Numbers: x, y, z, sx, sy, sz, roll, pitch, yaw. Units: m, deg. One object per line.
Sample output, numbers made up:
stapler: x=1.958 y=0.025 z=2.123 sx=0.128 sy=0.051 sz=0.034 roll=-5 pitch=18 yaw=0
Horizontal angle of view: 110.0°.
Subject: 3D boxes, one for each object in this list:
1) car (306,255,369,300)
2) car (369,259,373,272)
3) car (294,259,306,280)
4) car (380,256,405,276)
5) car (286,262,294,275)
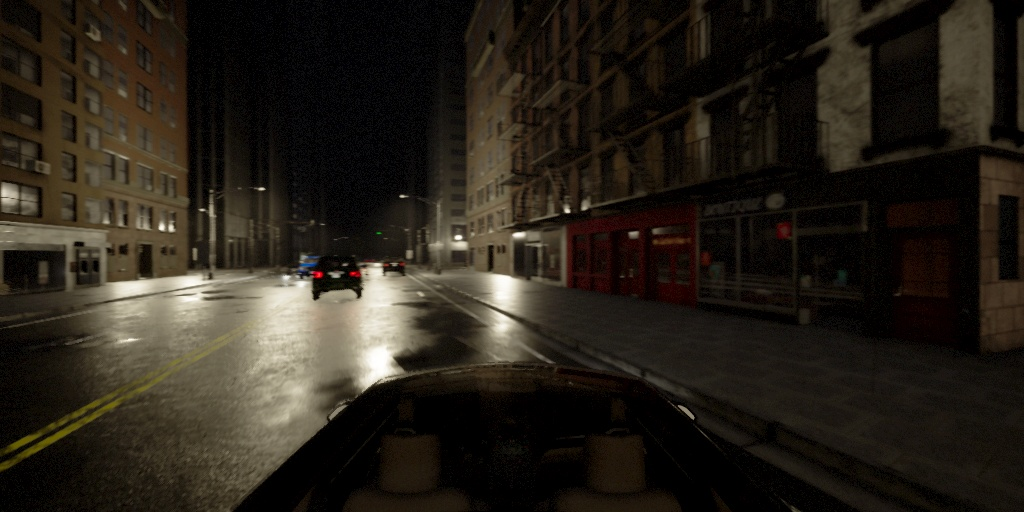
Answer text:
car: x=-8.771 y=0.999 z=18.468 sx=2.150 sy=2.045 sz=5.566 roll=0 pitch=0 yaw=-20
car: x=-15.071 y=1.343 z=35.359 sx=2.033 sy=1.411 sz=5.357 roll=0 pitch=0 yaw=-20
car: x=-17.632 y=1.031 z=32.452 sx=2.150 sy=2.045 sz=5.566 roll=0 pitch=0 yaw=-20
car: x=-12.483 y=1.006 z=37.724 sx=2.150 sy=2.045 sz=5.566 roll=0 pitch=0 yaw=-20
car: x=-23.952 y=1.329 z=40.340 sx=1.837 sy=1.490 sz=4.892 roll=0 pitch=0 yaw=-21
